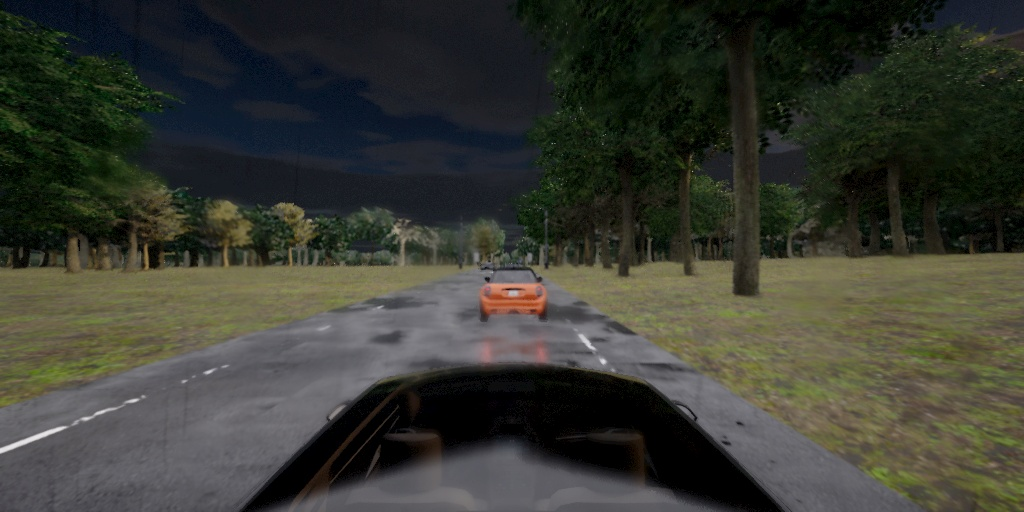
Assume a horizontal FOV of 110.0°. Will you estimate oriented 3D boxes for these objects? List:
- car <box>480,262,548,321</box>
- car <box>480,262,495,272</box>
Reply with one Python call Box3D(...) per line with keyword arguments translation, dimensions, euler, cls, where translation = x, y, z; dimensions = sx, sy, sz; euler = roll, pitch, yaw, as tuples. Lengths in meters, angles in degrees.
Box3D(translation=(0.067, 1.137, 12.783), dimensions=(2.097, 1.767, 4.553), euler=(0, 0, 0), cls="car")
Box3D(translation=(-3.567, 1.549, 52.897), dimensions=(1.994, 1.385, 4.181), euler=(0, -1, 0), cls="car")
